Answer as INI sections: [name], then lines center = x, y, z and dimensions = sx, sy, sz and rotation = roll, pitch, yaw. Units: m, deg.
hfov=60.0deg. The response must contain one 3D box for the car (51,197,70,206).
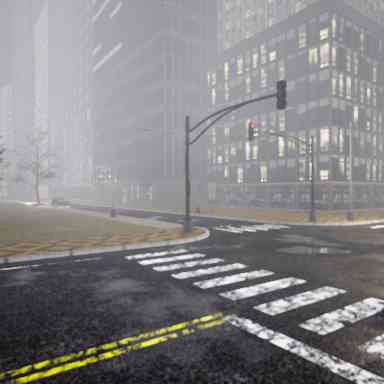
[car]
center = -21.591, 1.544, 54.323
dimensions = 2.033, 1.411, 5.357
rotation = 0, 0, -35
